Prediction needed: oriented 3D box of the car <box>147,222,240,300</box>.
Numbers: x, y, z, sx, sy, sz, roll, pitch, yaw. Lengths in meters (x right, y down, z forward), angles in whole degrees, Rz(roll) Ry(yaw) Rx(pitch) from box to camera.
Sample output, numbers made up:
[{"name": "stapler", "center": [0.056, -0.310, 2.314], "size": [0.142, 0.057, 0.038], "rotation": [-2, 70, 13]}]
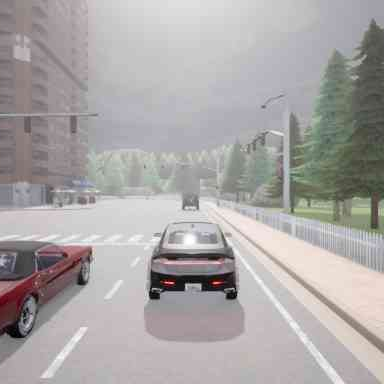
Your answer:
[{"name": "car", "center": [0.022, 1.492, 8.378], "size": [2.128, 1.511, 4.902], "rotation": [0, 0, 0]}]

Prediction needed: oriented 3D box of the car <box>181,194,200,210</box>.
[{"name": "car", "center": [-0.187, 1.221, 43.784], "size": [2.150, 2.045, 5.566], "rotation": [0, 0, -1]}]

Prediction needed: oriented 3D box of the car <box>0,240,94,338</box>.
[{"name": "car", "center": [-3.451, 1.601, 6.529], "size": [1.895, 1.301, 4.718], "rotation": [0, 0, 0]}]
